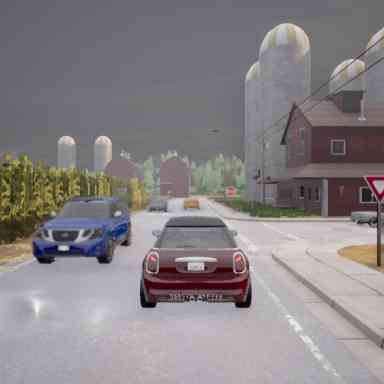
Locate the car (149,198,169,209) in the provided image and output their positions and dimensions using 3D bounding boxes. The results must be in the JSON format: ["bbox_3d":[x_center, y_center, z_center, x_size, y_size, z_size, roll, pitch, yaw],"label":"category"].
[{"bbox_3d":[-3.608,1.505,36.865,1.837,1.490,4.892,0,0,0],"label":"car"}]

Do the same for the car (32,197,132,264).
[{"bbox_3d":[-3.615,1.221,12.121,2.150,2.045,5.566,0,0,0],"label":"car"}]

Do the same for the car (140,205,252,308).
[{"bbox_3d":[0.075,1.352,8.082,2.097,1.767,4.553,0,0,0],"label":"car"}]

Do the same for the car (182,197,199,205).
[{"bbox_3d":[-0.211,1.478,44.975,1.882,1.535,5.008,0,0,-7],"label":"car"}]

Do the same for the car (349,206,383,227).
[{"bbox_3d":[12.935,1.574,21.717,4.718,1.301,1.895,0,0,-1],"label":"car"}]
